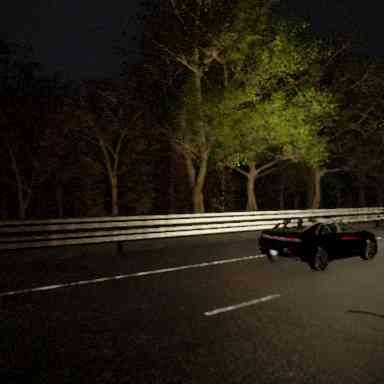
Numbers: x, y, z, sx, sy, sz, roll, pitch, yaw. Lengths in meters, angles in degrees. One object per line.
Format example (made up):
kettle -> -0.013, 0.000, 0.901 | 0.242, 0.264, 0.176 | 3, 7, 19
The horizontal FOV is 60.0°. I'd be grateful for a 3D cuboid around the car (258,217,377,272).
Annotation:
car -> 4.375, 1.593, 11.232 | 4.902, 1.511, 2.128 | 1, 0, -36
